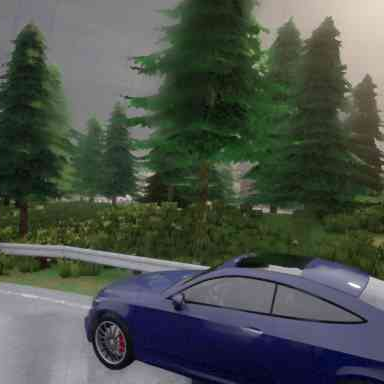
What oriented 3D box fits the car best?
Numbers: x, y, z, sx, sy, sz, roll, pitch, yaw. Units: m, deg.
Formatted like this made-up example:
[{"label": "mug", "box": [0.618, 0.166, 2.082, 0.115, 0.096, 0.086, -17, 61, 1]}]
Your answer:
[{"label": "car", "box": [0.778, 1.499, 4.083, 4.674, 1.442, 1.812, 1, 1, 31]}]
